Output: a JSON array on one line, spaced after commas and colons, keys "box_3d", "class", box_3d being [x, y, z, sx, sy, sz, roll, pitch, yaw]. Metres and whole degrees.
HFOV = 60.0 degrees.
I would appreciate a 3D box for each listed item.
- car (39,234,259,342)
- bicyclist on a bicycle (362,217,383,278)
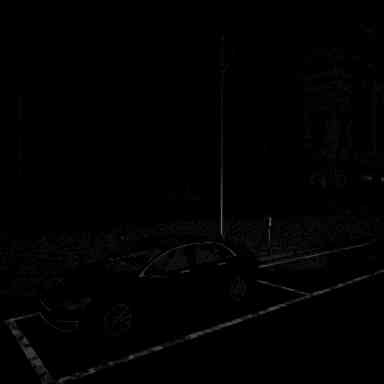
[{"box_3d": [-0.563, 1.552, 6.450, 4.403, 1.369, 2.008, 0, 1, -38], "class": "car"}, {"box_3d": [5.135, 1.459, 8.458, 0.582, 1.620, 1.656, 0, -2, -38], "class": "bicyclist on a bicycle"}]
